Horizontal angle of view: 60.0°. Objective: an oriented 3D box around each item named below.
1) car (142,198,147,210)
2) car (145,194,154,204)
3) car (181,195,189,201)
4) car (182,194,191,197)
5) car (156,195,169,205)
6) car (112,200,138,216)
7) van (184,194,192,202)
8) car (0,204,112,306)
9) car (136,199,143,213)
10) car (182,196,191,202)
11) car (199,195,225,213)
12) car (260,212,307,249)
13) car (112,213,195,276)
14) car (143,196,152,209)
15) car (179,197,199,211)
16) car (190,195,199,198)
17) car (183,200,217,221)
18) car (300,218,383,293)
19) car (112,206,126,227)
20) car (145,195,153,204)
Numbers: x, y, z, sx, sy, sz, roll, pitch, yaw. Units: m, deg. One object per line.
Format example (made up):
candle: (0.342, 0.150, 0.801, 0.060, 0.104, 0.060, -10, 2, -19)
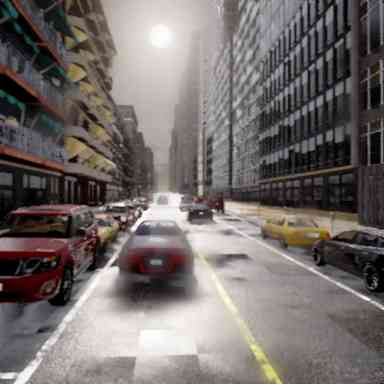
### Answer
car: (-5.475, 1.546, 30.652, 1.947, 1.339, 4.313, 1, 0, -5)
car: (-8.354, 1.287, 64.438, 2.192, 1.841, 5.009, 1, 0, -5)
car: (-1.933, 1.598, 87.672, 1.947, 1.339, 4.313, 1, 0, -5)
car: (-0.488, 1.480, 70.779, 1.967, 1.590, 4.097, 1, 0, -5)
car: (-5.070, 1.349, 57.409, 2.097, 1.767, 4.553, 0, 0, -5)
car: (-4.510, 1.419, 19.389, 1.967, 1.590, 4.097, 1, 0, -5)
van: (-0.966, 1.379, 76.411, 1.690, 1.788, 3.998, 1, 0, -5)
car: (-3.546, 1.293, 8.129, 2.192, 1.841, 5.009, 1, 0, -5)
car: (-4.994, 1.524, 25.022, 1.887, 1.381, 4.507, 1, 0, -5)
car: (-1.453, 1.601, 82.041, 1.947, 1.339, 4.313, 1, 0, -5)
car: (2.400, 1.366, 36.995, 2.192, 1.841, 5.009, 1, 0, -5)
car: (4.303, 1.574, 14.640, 1.752, 1.417, 4.829, 1, 0, -5)
car: (-1.038, 1.564, 10.262, 1.994, 1.385, 4.181, 0, 0, -4)
car: (-6.436, 1.524, 41.915, 1.887, 1.381, 4.507, 1, 0, -5)
car: (-0.628, 1.628, 41.373, 1.895, 1.301, 4.718, 0, 0, -4)
car: (1.438, 1.364, 48.256, 2.192, 1.841, 5.009, 1, 0, -5)
car: (0.570, 1.593, 27.369, 1.994, 1.385, 4.181, 0, 0, -4)
car: (4.798, 1.614, 8.840, 1.947, 1.339, 4.313, 1, 0, -5)
car: (-4.017, 1.504, 13.590, 1.752, 1.417, 4.829, 1, 0, -5)
car: (-6.902, 1.503, 47.375, 1.752, 1.417, 4.829, 1, 0, -5)
